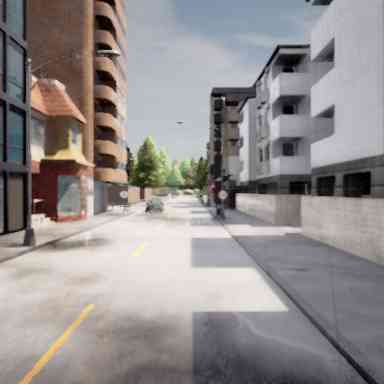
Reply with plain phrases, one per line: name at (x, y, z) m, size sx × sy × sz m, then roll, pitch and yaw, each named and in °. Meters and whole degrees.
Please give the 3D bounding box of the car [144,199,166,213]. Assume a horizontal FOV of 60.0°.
car at (-4.139, 1.522, 37.609) m, size 1.812 × 1.442 × 4.674 m, roll 0°, pitch 0°, yaw 0°
